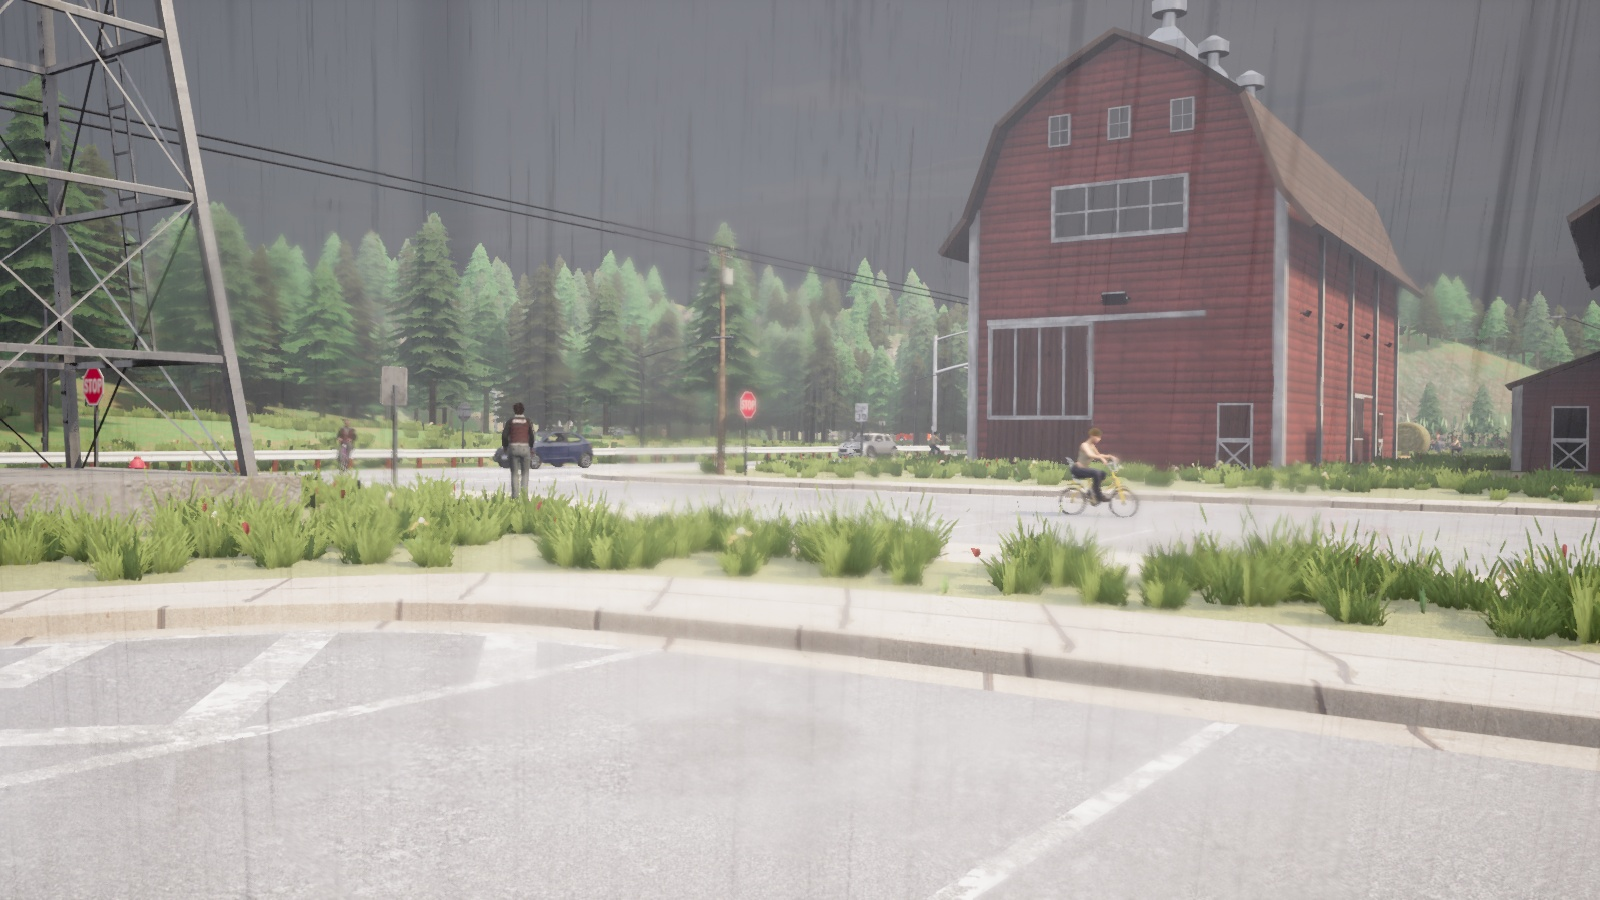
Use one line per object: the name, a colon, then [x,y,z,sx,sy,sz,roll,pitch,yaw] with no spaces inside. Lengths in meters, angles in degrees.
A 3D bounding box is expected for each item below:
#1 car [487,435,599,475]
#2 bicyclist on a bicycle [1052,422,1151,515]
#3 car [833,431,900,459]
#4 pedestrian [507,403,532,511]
car: [-9.950,0.168,48.864,1.816,1.474,4.193,0,1,34]
bicyclist on a bicycle: [5.420,0.310,22.596,1.509,1.612,0.866,0,1,33]
car: [3.700,-0.278,68.970,1.970,1.475,3.806,0,1,34]
pedestrian: [-5.104,0.121,22.865,0.402,1.930,0.666,-1,1,-11]
